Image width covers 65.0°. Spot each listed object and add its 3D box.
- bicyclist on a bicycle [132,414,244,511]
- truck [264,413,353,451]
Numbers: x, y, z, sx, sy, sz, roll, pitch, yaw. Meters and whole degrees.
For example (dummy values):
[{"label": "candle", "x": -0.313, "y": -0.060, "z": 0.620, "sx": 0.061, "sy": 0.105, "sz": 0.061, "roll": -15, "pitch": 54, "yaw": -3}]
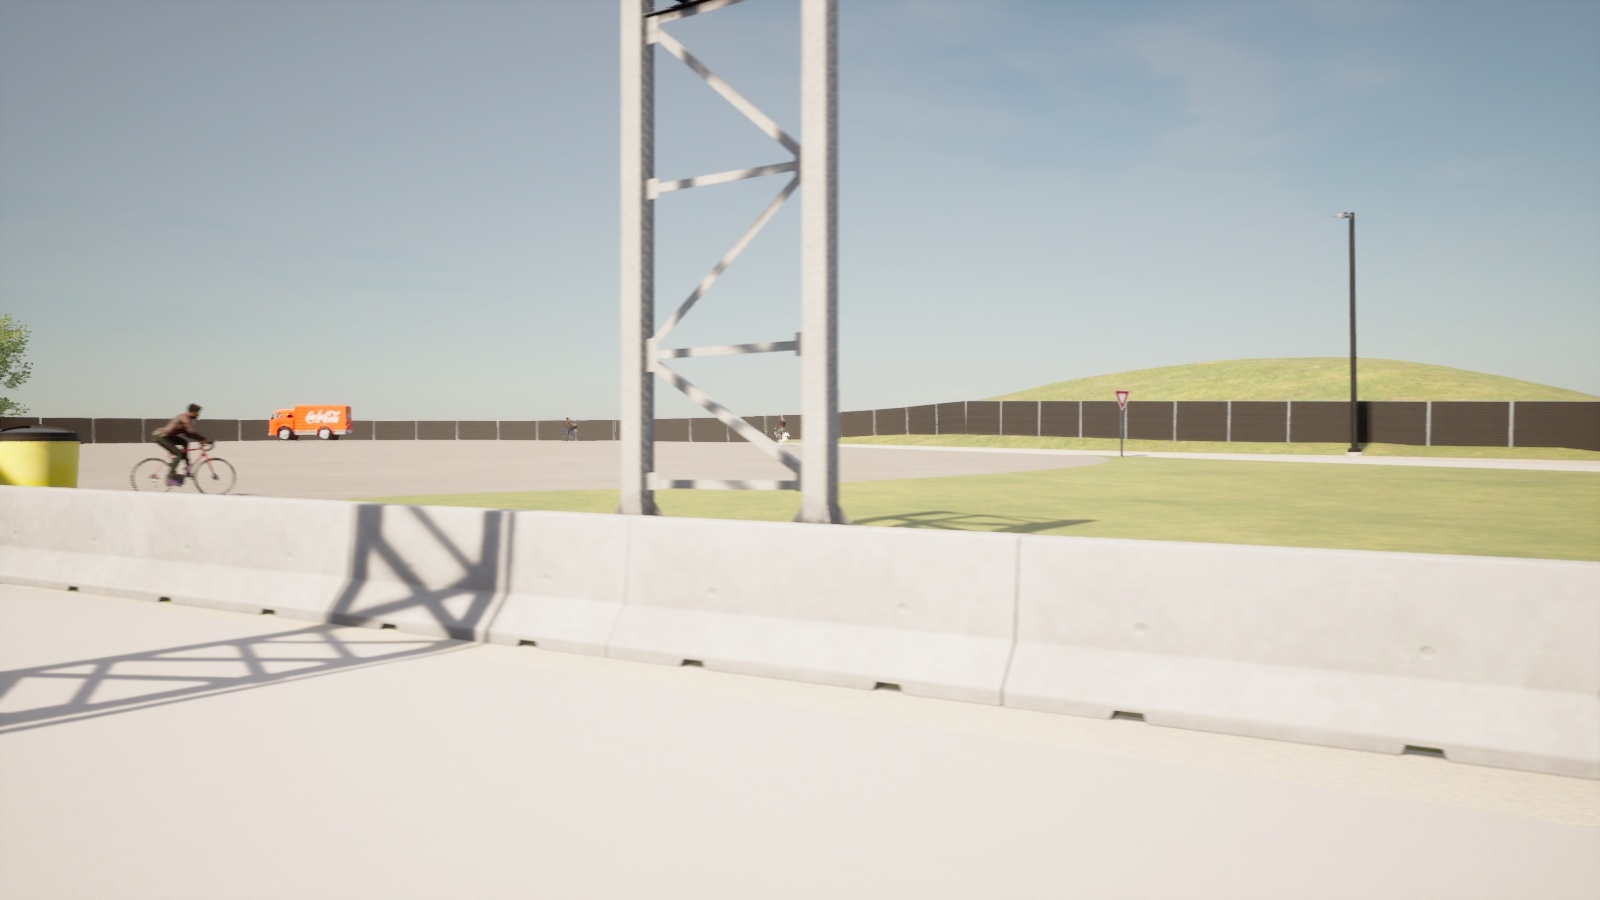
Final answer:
[{"label": "bicyclist on a bicycle", "x": -10.568, "y": 0.211, "z": 21.695, "sx": 1.656, "sy": 1.620, "sz": 0.582, "roll": -1, "pitch": -1, "yaw": -32}, {"label": "truck", "x": -33.852, "y": -1.238, "z": 86.714, "sx": 5.204, "sy": 2.467, "sz": 2.627, "roll": -2, "pitch": 0, "yaw": -9}]
